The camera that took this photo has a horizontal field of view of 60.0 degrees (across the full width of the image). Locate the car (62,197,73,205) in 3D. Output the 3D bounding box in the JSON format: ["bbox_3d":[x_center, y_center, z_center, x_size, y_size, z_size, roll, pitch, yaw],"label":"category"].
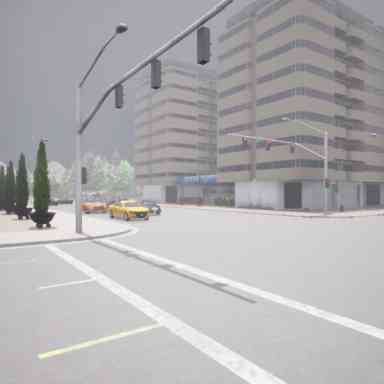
[{"bbox_3d":[-22.135,1.601,57.963,1.895,1.301,4.718,0,0,-35],"label":"car"}]

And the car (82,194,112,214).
[{"bbox_3d":[-10.477,1.352,34.895,2.097,1.767,4.553,0,0,-35],"label":"car"}]

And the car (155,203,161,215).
[{"bbox_3d":[-4.818,1.491,32.884,2.128,1.511,4.902,0,0,-35],"label":"car"}]

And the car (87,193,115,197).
[{"bbox_3d":[-12.192,1.352,43.505,2.097,1.767,4.553,0,0,-35],"label":"car"}]

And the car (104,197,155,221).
[{"bbox_3d":[-5.251,1.478,27.373,1.882,1.535,5.008,0,0,-35],"label":"car"}]

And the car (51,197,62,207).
[{"bbox_3d":[-22.244,1.601,51.904,1.895,1.301,4.718,0,0,-34],"label":"car"}]

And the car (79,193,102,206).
[{"bbox_3d":[-17.693,1.221,57.886,2.150,2.045,5.566,0,0,-34],"label":"car"}]

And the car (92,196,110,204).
[{"bbox_3d":[-17.509,1.505,63.759,1.837,1.490,4.892,0,0,-34],"label":"car"}]

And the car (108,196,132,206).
[{"bbox_3d":[-12.199,1.491,56.122,2.128,1.511,4.902,0,0,-35],"label":"car"}]
